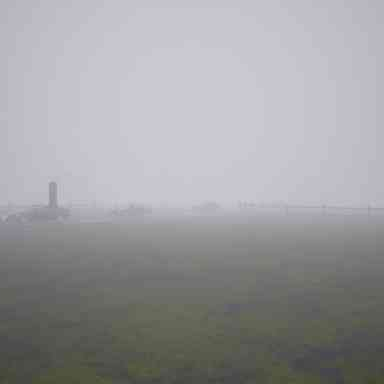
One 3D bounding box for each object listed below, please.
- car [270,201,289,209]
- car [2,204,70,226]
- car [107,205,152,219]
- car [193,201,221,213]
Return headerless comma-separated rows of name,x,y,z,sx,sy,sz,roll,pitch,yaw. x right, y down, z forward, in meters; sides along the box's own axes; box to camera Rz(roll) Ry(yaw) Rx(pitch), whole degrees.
car,15.676,2.260,59.465,2.033,1.411,5.357,-1,-1,36
car,-11.851,1.718,25.615,2.128,1.511,4.902,-1,-1,35
car,-6.229,1.948,33.568,1.895,1.301,4.718,-1,-1,35
car,2.107,2.003,45.334,1.882,1.535,5.008,-1,-1,35
